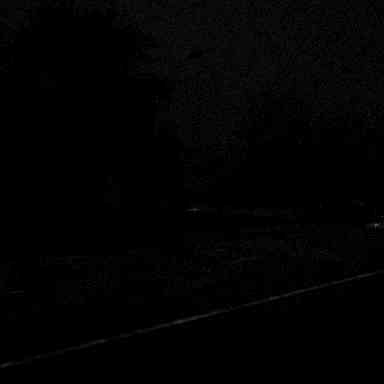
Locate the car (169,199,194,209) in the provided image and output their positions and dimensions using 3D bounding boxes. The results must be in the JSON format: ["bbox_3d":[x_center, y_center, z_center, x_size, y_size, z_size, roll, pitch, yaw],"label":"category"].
[{"bbox_3d":[-1.632,1.775,50.474,1.837,1.490,4.892,1,0,-38],"label":"car"}]

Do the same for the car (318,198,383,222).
[{"bbox_3d":[14.236,1.619,30.022,2.150,2.045,5.566,1,1,-38],"label":"car"}]
